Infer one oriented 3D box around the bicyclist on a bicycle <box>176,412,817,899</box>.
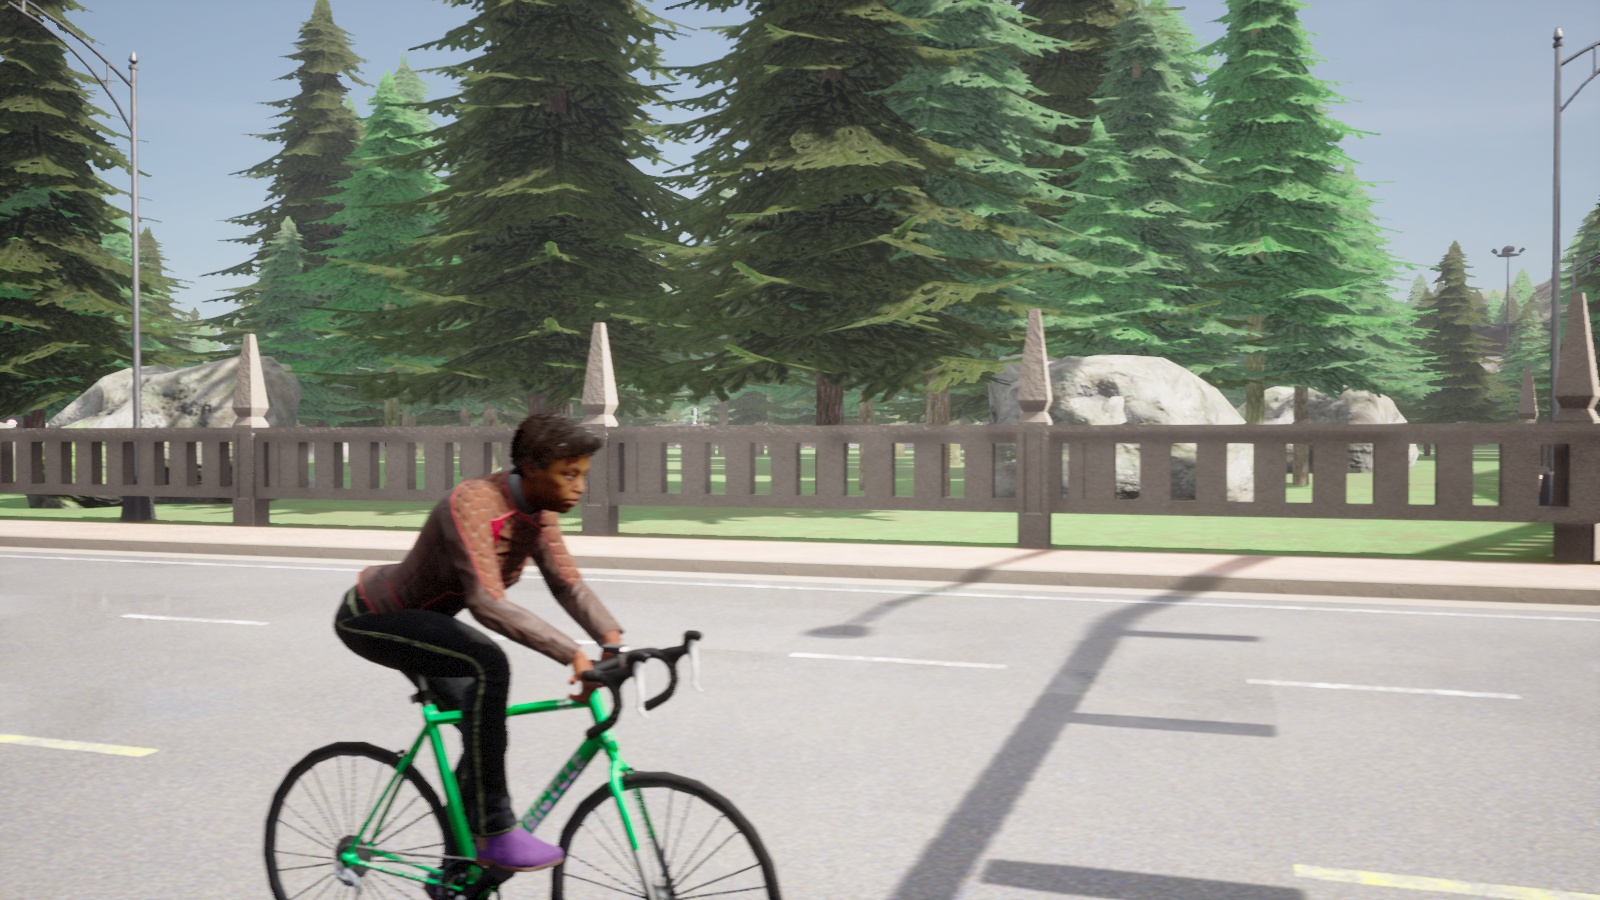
[{"bbox_3d":[-0.841,0.716,3.476,1.656,1.620,0.582,1,1,19],"label":"bicyclist on a bicycle"}]
